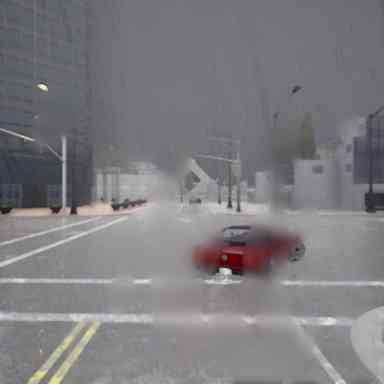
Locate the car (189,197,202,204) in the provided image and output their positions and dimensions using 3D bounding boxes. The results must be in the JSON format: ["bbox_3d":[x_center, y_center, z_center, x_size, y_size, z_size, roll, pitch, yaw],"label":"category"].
[{"bbox_3d":[0.676,1.751,67.349,2.033,1.411,5.357,0,0,12],"label":"car"}]

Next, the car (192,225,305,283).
[{"bbox_3d":[1.955,1.638,9.981,1.895,1.301,4.718,0,0,31],"label":"car"}]
